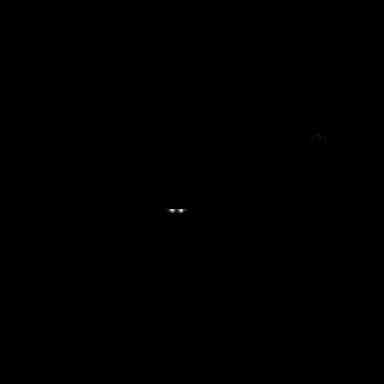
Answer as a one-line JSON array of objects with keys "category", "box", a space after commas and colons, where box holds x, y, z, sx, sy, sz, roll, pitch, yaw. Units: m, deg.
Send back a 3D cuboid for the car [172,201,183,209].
[{"category": "car", "box": [-2.737, 2.442, 63.090, 1.882, 1.535, 5.008, 0, -1, 0]}]
